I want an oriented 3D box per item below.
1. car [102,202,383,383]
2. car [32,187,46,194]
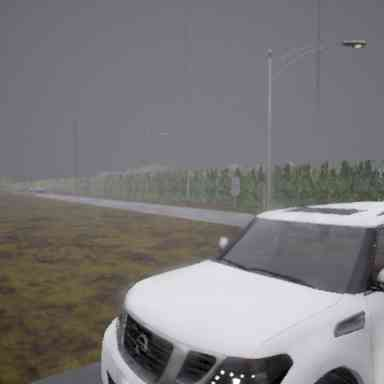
[{"bbox_3d":[1.761,1.194,4.214,5.566,2.045,2.150,-1,0,-36],"label":"car"},{"bbox_3d":[-37.817,-0.305,82.913,1.882,1.535,5.008,0,1,-35],"label":"car"}]
